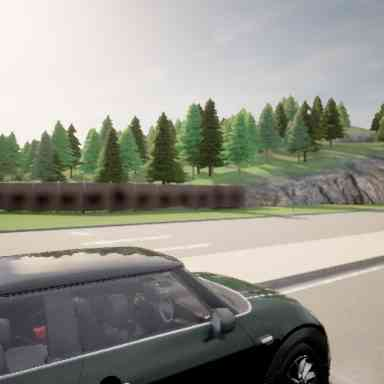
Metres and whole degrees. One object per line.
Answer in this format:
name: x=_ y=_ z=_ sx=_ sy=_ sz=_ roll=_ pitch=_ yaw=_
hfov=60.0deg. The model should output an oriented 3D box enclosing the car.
car: x=-0.668 y=1.358 z=3.279 sx=4.553 sy=1.767 sz=2.097 roll=0 pitch=0 yaw=-35
